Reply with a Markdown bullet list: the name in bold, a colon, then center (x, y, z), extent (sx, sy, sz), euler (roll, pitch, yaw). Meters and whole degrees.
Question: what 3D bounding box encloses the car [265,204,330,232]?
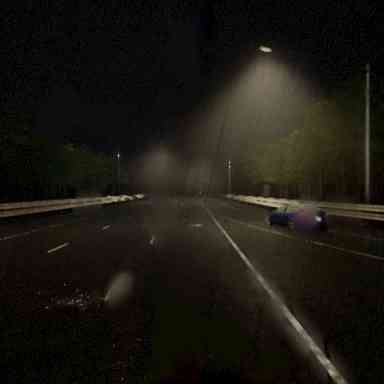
- **car**: center (6.050, 1.439, 19.572), extent (2.163, 1.488, 4.792), euler (0, 0, -12)
